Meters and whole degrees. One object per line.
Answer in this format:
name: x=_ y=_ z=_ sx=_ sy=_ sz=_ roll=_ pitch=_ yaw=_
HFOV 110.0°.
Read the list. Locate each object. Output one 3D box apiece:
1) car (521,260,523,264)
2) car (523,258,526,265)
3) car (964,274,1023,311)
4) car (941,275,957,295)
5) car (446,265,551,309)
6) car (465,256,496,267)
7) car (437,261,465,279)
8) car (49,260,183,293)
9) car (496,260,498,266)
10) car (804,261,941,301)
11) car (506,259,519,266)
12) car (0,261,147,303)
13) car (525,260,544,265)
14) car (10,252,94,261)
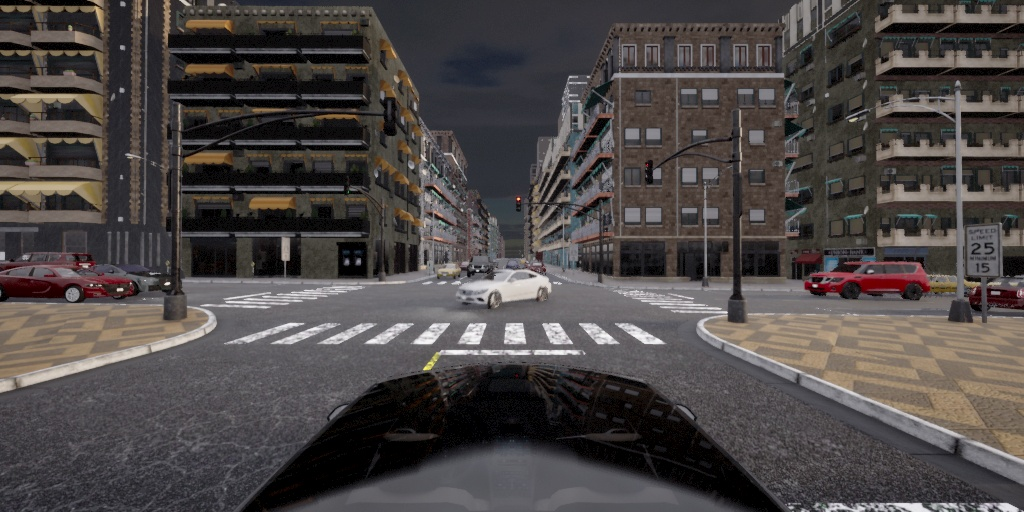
car: x=2.706 y=1.346 z=54.917 sx=1.802 sy=1.307 sz=4.207 roll=0 pitch=0 yaw=0
car: x=2.703 y=1.200 z=43.870 sx=1.967 sy=1.591 sz=4.097 roll=0 pitch=0 yaw=0
car: x=20.838 y=1.500 z=14.011 sx=4.097 sy=1.591 sz=1.967 roll=0 pitch=0 yaw=0
car: x=26.252 y=1.754 z=22.364 sx=4.829 sy=1.417 sz=1.751 roll=0 pitch=0 yaw=0
car: x=-0.222 y=1.277 z=15.109 sx=1.812 sy=1.442 sz=4.674 roll=-1 pitch=-1 yaw=44
car: x=-3.091 y=0.979 z=35.247 sx=2.150 sy=2.045 sz=5.566 roll=0 pitch=0 yaw=0
car: x=-5.681 y=1.282 z=32.669 sx=1.751 sy=1.417 sz=4.829 roll=0 pitch=0 yaw=0
car: x=-17.674 y=1.049 z=16.290 sx=4.181 sy=1.385 sz=1.994 roll=1 pitch=-1 yaw=-1
car: x=-3.086 y=1.265 z=45.286 sx=1.837 sy=1.490 sz=4.892 roll=0 pitch=0 yaw=0
car: x=19.463 y=1.315 z=19.764 sx=5.566 sy=2.045 sz=2.150 roll=1 pitch=-1 yaw=0
car: x=0.113 y=1.329 z=57.003 sx=1.994 sy=1.385 sz=4.181 roll=0 pitch=0 yaw=0
car: x=-17.259 y=1.012 z=13.700 sx=4.507 sy=1.381 sz=1.888 roll=0 pitch=0 yaw=0
car: x=2.701 y=1.303 z=38.346 sx=1.888 sy=1.381 sz=4.507 roll=0 pitch=0 yaw=0
car: x=-28.641 y=0.686 z=21.998 sx=5.009 sy=1.841 sz=2.192 roll=0 pitch=0 yaw=0
